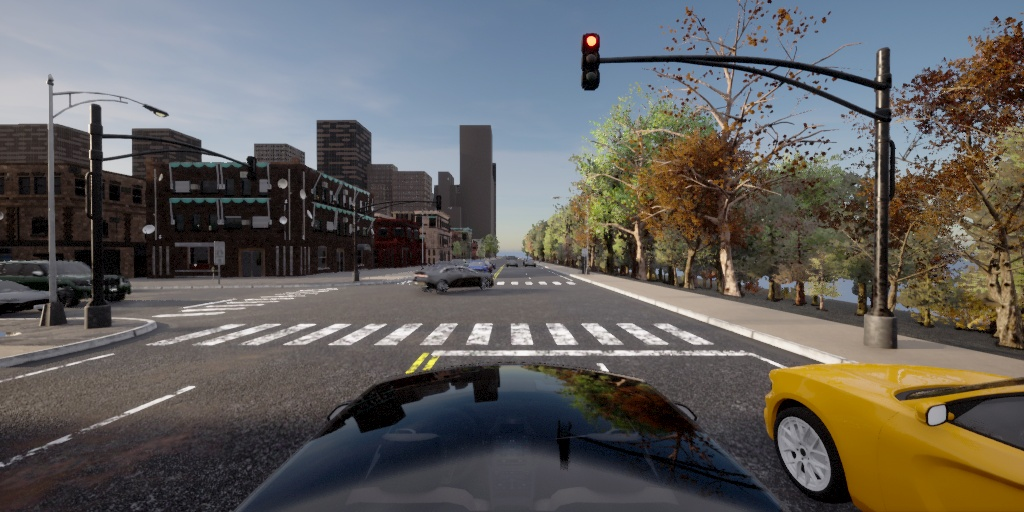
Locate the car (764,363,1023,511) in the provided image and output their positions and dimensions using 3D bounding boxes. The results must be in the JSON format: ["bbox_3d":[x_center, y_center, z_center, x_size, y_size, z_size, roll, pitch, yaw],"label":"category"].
[{"bbox_3d":[3.351,1.228,1.397,1.882,1.535,5.008,0,0,0],"label":"car"}]

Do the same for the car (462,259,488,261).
[{"bbox_3d":[-3.381,1.217,34.697,1.882,1.535,5.008,0,0,0],"label":"car"}]

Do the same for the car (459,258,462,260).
[{"bbox_3d":[-6.641,1.087,44.179,2.097,1.767,4.553,0,0,0],"label":"car"}]

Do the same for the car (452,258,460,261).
[{"bbox_3d":[-6.630,1.231,34.305,2.128,1.511,4.902,0,0,0],"label":"car"}]

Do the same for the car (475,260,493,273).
[{"bbox_3d":[-3.388,1.261,44.093,1.812,1.442,4.674,0,0,0],"label":"car"}]

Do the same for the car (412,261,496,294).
[{"bbox_3d":[-3.248,1.236,20.480,4.902,1.511,2.128,0,0,-42],"label":"car"}]

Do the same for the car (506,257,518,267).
[{"bbox_3d":[0.025,1.290,64.522,1.994,1.385,4.181,0,0,0],"label":"car"}]

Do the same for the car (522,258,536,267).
[{"bbox_3d":[3.266,1.290,64.501,1.994,1.385,4.181,0,0,1],"label":"car"}]

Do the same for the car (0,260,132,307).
[{"bbox_3d":[-20.783,1.202,16.195,5.566,2.045,2.150,-1,1,-1],"label":"car"}]

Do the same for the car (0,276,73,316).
[{"bbox_3d":[-19.961,1.564,13.498,4.313,1.339,1.948,0,0,0],"label":"car"}]
